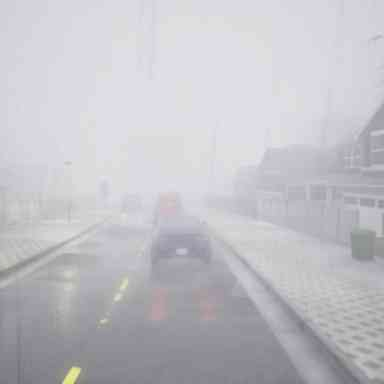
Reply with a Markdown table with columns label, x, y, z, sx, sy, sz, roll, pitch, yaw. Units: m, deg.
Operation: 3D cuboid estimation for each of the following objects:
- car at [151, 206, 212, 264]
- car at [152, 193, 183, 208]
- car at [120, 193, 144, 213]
| label | x | y | z | sx | sy | sz | roll | pitch | yaw |
| --- | --- | --- | --- | --- | --- | --- | --- | --- | --- |
| car | -0.412 | 1.437 | 11.417 | 1.812 | 1.442 | 4.674 | 0 | 1 | -3 |
| car | -1.932 | 1.071 | 26.292 | 2.150 | 2.045 | 5.566 | 0 | 0 | -7 |
| car | -6.228 | 1.085 | 34.827 | 2.150 | 2.045 | 5.566 | 0 | 0 | -10 |
